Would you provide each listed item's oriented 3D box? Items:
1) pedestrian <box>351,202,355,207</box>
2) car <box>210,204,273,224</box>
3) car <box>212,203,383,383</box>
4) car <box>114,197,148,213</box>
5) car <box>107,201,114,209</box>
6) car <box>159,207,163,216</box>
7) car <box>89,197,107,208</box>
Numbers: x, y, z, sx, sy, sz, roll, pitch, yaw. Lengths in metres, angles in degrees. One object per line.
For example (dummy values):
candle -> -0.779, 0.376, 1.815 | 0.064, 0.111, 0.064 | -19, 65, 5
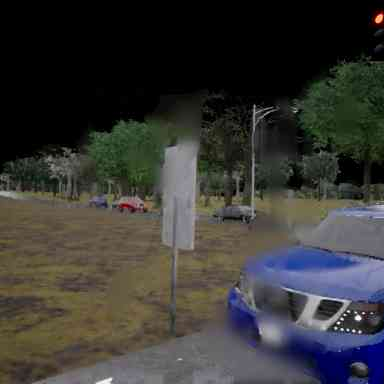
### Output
pedestrian -> 13.350, 1.719, 27.813 | 0.375, 1.860, 0.375 | 2, -1, -36
car -> 3.959, 1.794, 27.839 | 2.033, 1.411, 5.357 | 3, -2, -36
car -> 3.168, 1.225, 5.256 | 5.566, 2.045, 2.150 | 0, 0, -34
car -> -7.942, 1.681, 44.422 | 2.150, 2.045, 5.566 | 3, -2, -35
car -> -12.283, 2.189, 56.741 | 1.837, 1.490, 4.892 | 3, -2, -36
car -> -1.852, 1.929, 35.895 | 1.994, 1.385, 4.181 | 3, -2, -37
car -> -18.372, 1.965, 65.220 | 2.150, 2.045, 5.566 | 3, -2, -36
